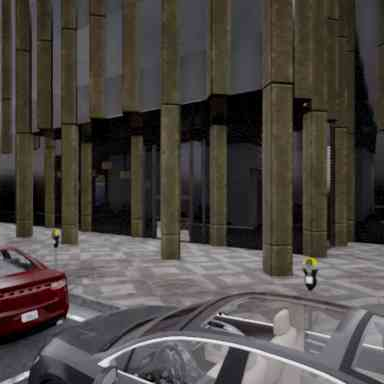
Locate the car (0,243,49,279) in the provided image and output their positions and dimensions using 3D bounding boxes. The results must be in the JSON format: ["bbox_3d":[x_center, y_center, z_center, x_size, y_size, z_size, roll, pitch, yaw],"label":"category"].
[{"bbox_3d":[-4.016,1.548,5.789,4.507,1.381,1.887,0,0,35],"label":"car"}]

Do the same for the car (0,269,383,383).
[{"bbox_3d":[0.427,1.551,2.654,4.403,1.369,2.008,0,0,35],"label":"car"}]
